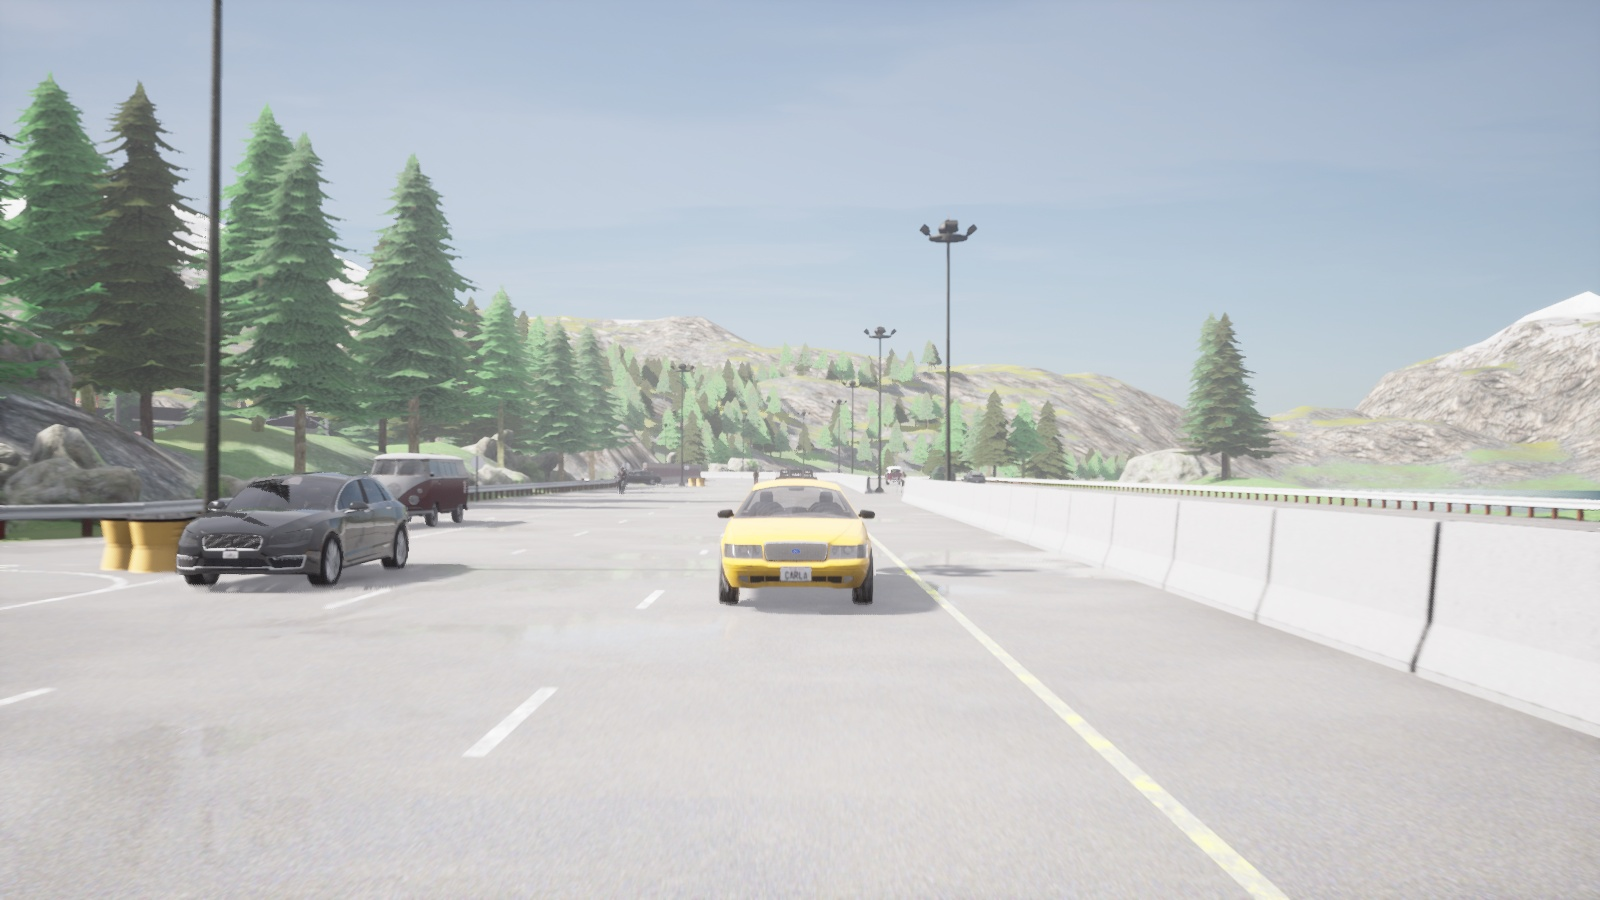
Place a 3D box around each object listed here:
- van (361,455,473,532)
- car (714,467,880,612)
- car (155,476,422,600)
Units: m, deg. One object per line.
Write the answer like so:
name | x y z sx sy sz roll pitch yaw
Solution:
van | -10.583 1.174 35.009 1.775 1.987 4.442 0 -1 0
car | -0.041 1.017 16.371 1.801 1.575 5.366 0 -1 0
car | -7.044 1.136 17.940 1.837 1.490 4.892 0 -1 0
